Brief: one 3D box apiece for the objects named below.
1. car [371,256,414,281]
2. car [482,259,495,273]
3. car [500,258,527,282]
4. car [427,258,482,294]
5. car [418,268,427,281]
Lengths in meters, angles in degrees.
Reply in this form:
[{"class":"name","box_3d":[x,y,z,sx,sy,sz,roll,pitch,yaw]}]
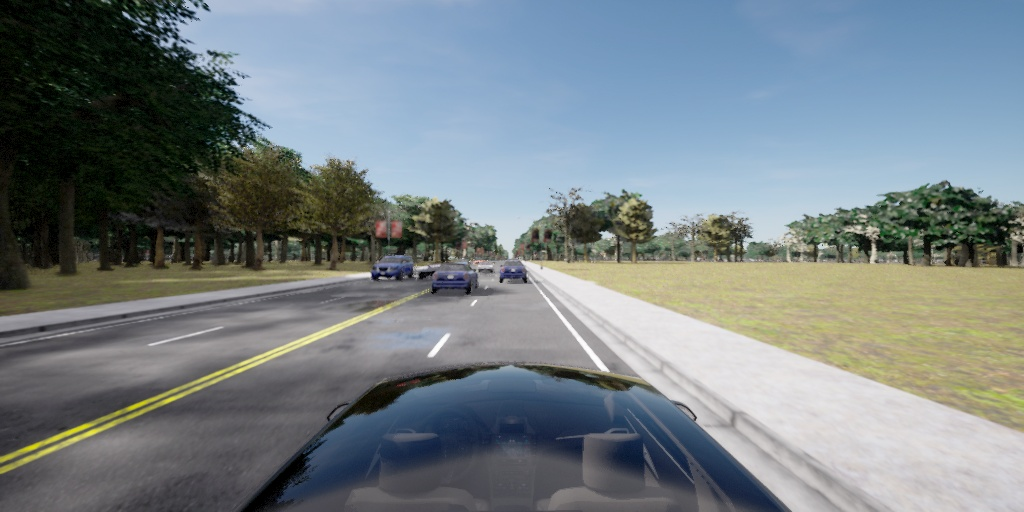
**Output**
[{"class":"car","box_3d":[-9.846,0.976,30.100,2.150,2.045,5.566,0,0,0]},{"class":"car","box_3d":[-3.148,1.359,44.151,1.895,1.301,4.718,0,0,0]},{"class":"car","box_3d":[0.102,1.107,29.052,2.097,1.767,4.553,0,0,0]},{"class":"car","box_3d":[-3.150,1.106,20.550,2.097,1.767,4.553,0,0,0]},{"class":"car","box_3d":[-6.595,1.356,30.586,1.895,1.301,4.718,0,0,0]}]
